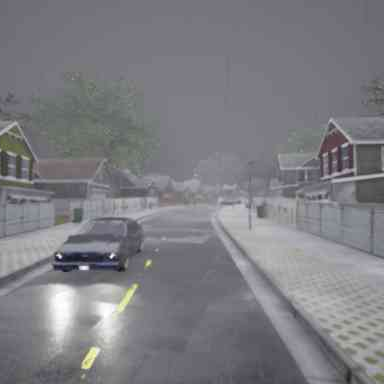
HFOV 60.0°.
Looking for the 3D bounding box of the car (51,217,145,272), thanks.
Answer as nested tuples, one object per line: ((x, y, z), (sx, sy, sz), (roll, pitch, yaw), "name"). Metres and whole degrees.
((-2.748, 1.559, 11.139), (2.033, 1.411, 5.357), (0, 0, 0), "car")

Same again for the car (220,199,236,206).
((7.111, 2.118, 68.575), (1.895, 1.301, 4.718), (-1, -1, 18), "car")

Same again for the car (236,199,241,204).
((10.290, 2.266, 78.373), (1.895, 1.301, 4.718), (-1, -2, 21), "car")
